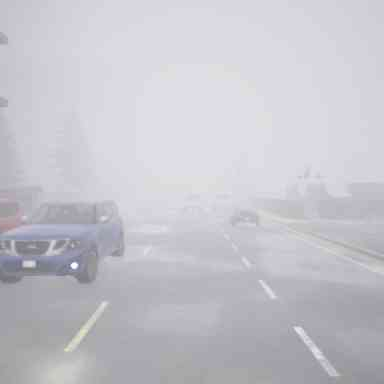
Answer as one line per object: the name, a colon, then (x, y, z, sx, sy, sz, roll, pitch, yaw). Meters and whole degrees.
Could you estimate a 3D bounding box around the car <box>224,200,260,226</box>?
car: (3.534, 1.543, 23.352, 1.812, 1.442, 4.674, 0, 0, 1)

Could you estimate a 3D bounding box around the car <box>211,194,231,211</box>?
car: (3.590, 1.249, 41.103, 2.150, 2.045, 5.566, 0, 0, -1)

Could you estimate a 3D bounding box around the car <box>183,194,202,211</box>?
car: (0.076, 1.252, 40.554, 2.150, 2.045, 5.566, 0, 0, 0)

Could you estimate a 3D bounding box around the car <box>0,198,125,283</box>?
car: (-3.528, 1.231, 10.019, 2.150, 2.045, 5.566, 0, 0, 0)
